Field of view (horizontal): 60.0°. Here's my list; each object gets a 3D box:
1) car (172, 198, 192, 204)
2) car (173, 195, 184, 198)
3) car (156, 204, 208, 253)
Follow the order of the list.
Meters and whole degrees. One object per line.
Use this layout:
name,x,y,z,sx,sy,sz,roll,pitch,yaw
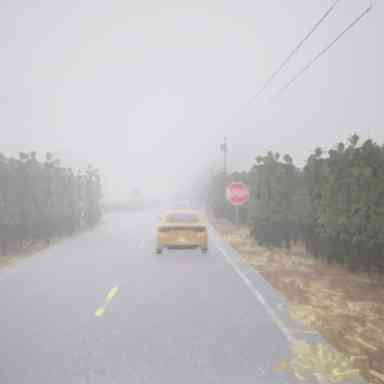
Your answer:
car,-0.722,1.509,28.580,1.812,1.442,4.674,0,0,1
car,-2.625,1.318,65.061,2.097,1.767,4.553,0,0,3
car,-0.413,1.470,13.702,1.882,1.535,5.008,0,0,-2
